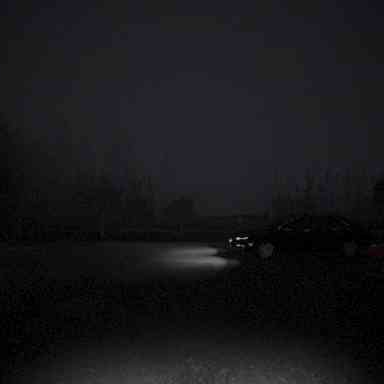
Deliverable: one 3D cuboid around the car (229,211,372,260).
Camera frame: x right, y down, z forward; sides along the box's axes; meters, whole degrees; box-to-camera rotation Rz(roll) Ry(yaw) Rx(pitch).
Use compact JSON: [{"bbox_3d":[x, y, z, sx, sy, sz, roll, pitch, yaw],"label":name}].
[{"bbox_3d":[3.767,1.470,11.831,4.892,1.490,1.837,0,0,-5],"label":"car"}]
